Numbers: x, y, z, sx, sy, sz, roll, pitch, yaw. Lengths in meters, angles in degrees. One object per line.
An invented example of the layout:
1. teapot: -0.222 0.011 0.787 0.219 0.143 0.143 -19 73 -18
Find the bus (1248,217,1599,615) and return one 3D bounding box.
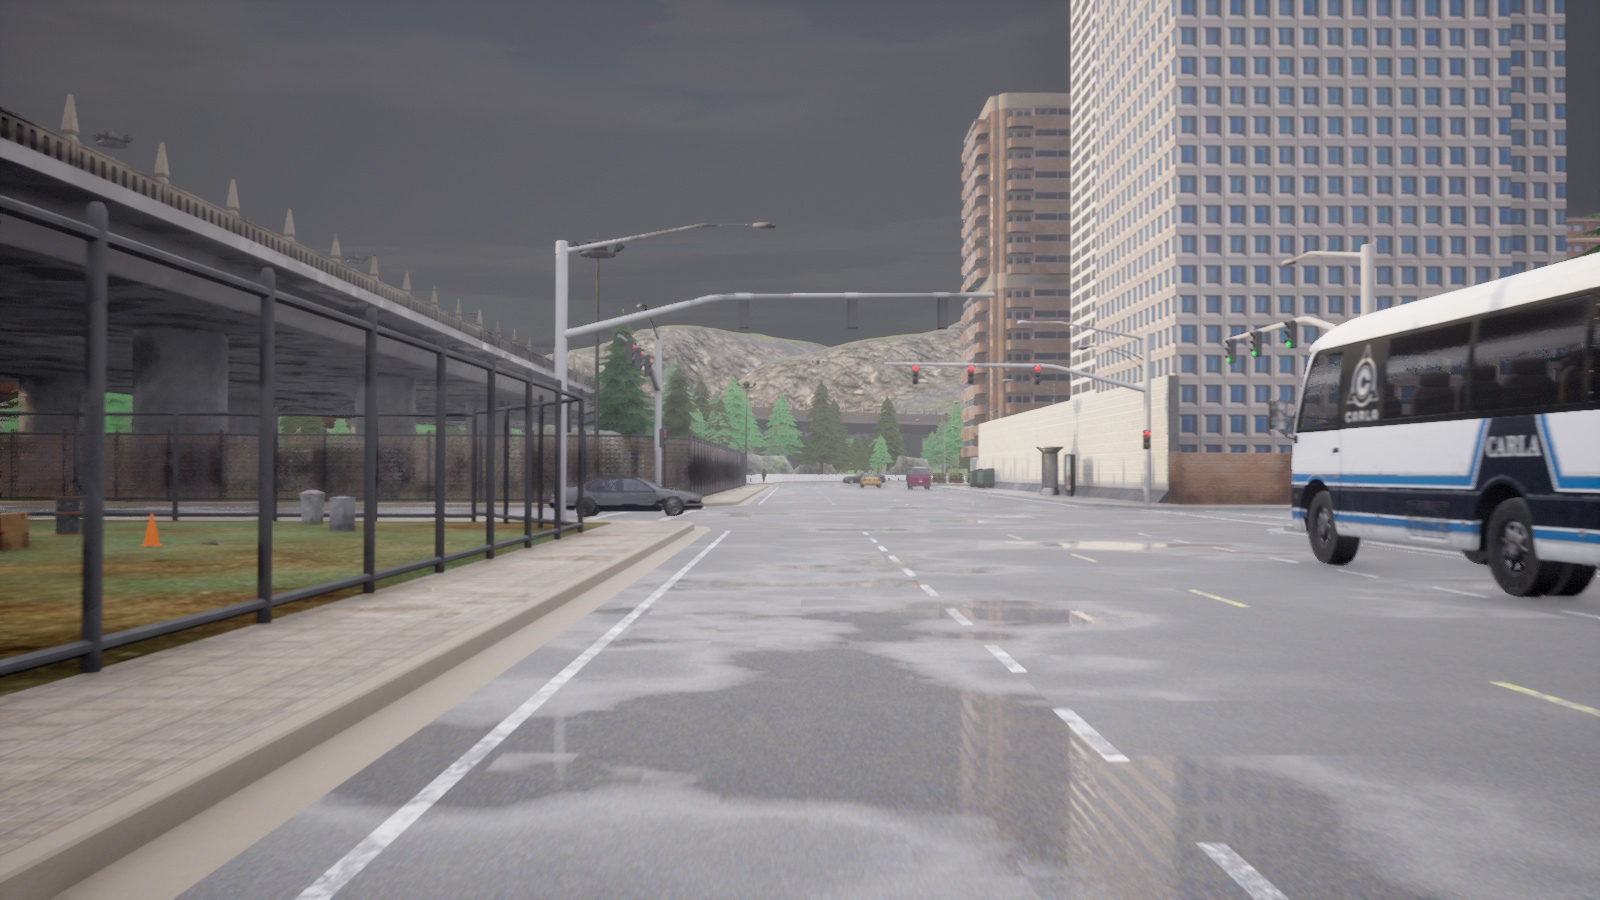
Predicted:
1. bus: 10.449 -0.293 18.549 3.944 4.253 10.273 0 -1 0

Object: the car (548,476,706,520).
1. car: -5.992 1.668 44.022 5.357 1.411 2.033 -1 -1 -3
